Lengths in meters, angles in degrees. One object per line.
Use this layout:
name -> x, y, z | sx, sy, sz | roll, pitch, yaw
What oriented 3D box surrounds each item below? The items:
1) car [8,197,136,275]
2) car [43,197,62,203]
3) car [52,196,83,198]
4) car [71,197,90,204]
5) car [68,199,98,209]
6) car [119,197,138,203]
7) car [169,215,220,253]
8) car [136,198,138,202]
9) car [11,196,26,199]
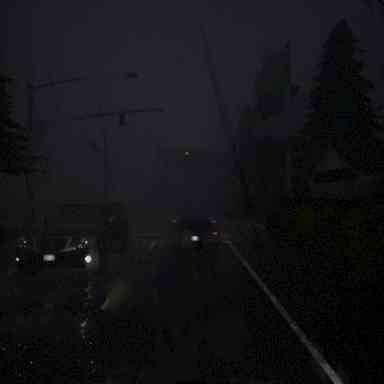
car -> -3.531, 1.312, 11.058 | 2.150, 2.045, 5.566 | 0, -1, 1
car -> -35.097, 2.053, 83.762 | 3.806, 1.475, 1.970 | 0, 0, -1
car -> -16.771, 1.446, 46.143 | 3.866, 1.878, 1.905 | 0, 0, -1
car -> -24.036, 1.893, 71.834 | 3.633, 1.501, 1.845 | 0, 0, -1
car -> -16.179, 1.756, 49.469 | 3.806, 1.475, 1.970 | 0, 0, -1
car -> -16.502, 2.032, 86.861 | 4.514, 1.523, 2.007 | 0, 0, -1
car -> 0.105, 1.678, 14.186 | 1.994, 1.385, 4.181 | 0, 0, 0
car -> -16.431, 1.998, 83.724 | 5.027, 1.636, 2.152 | 0, 0, -1
car -> -24.658, 1.493, 49.383 | 4.605, 1.855, 1.932 | 0, 0, -1
